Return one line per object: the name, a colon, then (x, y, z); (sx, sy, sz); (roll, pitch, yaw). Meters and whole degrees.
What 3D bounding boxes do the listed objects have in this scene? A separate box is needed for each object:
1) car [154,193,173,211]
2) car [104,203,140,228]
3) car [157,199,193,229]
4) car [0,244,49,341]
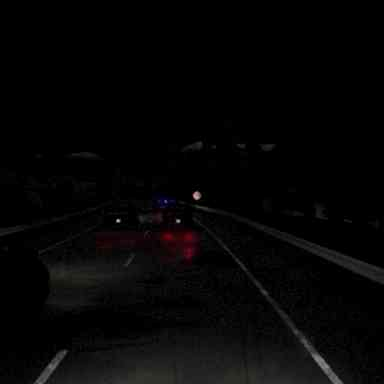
car: (-3.431, 1.162, 40.668); (2.150, 2.045, 5.566); (0, 0, -9)
car: (-4.516, 1.462, 21.801); (2.128, 1.511, 4.902); (0, 0, -5)
car: (-0.991, 1.459, 21.566); (2.128, 1.511, 4.902); (0, 0, -5)
car: (-3.478, 1.220, 3.324); (2.150, 2.045, 5.566); (0, 0, -1)
